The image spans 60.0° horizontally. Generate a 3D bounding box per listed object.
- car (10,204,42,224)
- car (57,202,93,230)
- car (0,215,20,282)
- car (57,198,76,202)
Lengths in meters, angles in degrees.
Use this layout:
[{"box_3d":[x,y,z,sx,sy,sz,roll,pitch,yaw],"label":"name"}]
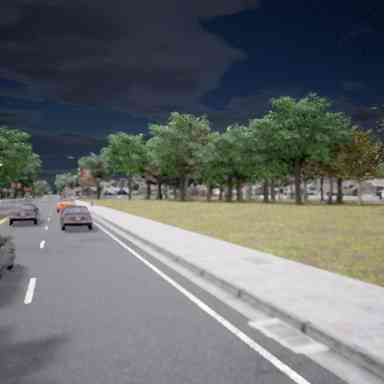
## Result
[{"box_3d":[-12.350,1.583,24.780,2.033,1.411,5.357,0,0,-22],"label":"car"},{"box_3d":[-7.518,1.595,21.521,2.033,1.411,5.357,0,0,-22],"label":"car"},{"box_3d":[-5.472,1.523,7.970,1.812,1.442,4.674,0,0,-22],"label":"car"},{"box_3d":[-14.954,1.448,39.691,2.097,1.767,4.553,0,0,-22],"label":"car"}]
